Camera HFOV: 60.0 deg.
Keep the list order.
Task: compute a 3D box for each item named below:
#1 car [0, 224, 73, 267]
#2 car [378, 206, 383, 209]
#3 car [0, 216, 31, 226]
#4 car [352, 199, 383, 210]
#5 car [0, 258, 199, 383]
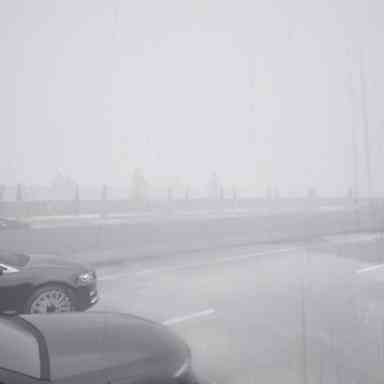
[{"bbox_3d":[-3.983,1.491,5.205,4.902,1.511,2.128,0,0,-36],"label":"car"},{"bbox_3d":[11.024,1.506,15.414,4.892,1.490,1.837,0,0,-31],"label":"car"},{"bbox_3d":[-7.991,1.491,11.171,4.902,1.511,2.128,0,0,-35],"label":"car"},{"bbox_3d":[19.309,1.493,35.312,4.902,1.511,2.128,0,0,-21],"label":"car"},{"bbox_3d":[-2.097,1.526,2.251,4.674,1.442,1.812,0,0,-35],"label":"car"}]
